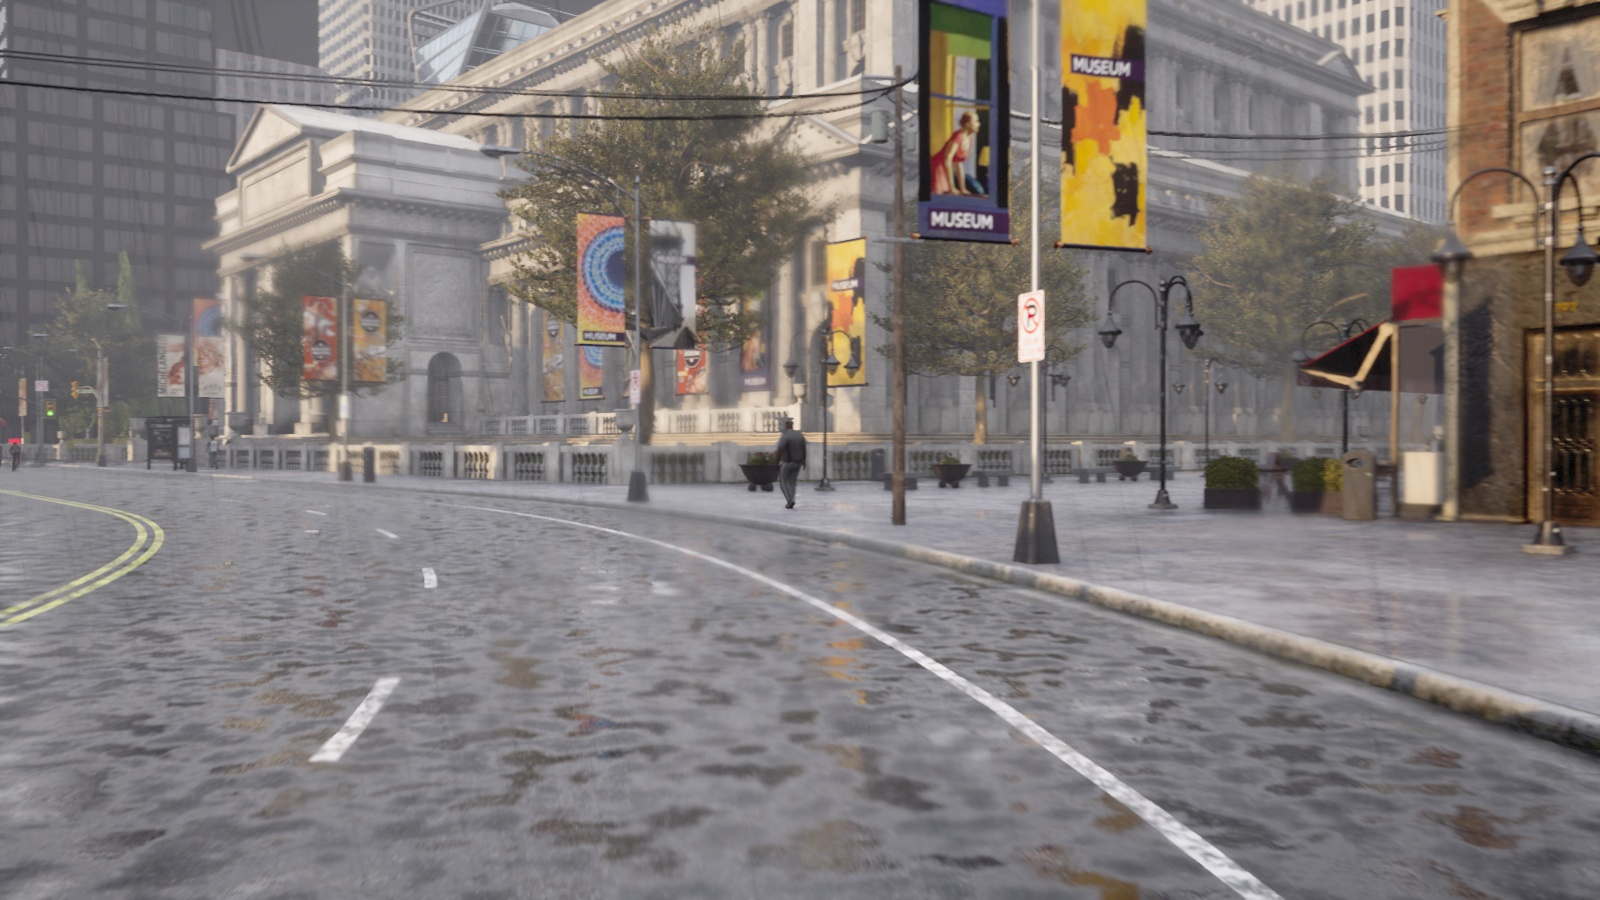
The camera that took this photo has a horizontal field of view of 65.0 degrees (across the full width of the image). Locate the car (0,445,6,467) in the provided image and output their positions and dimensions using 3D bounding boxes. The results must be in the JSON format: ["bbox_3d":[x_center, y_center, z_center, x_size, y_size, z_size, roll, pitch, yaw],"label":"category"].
[{"bbox_3d":[-52.636,0.359,80.878,1.994,1.385,4.181,0,0,-40],"label":"car"}]

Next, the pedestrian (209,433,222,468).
[{"bbox_3d":[-31.578,0.024,67.833,0.706,1.836,0.354,0,0,41],"label":"pedestrian"}]

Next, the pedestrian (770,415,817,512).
[{"bbox_3d":[-0.137,0.263,24.879,0.563,1.883,0.849,0,0,-33],"label":"pedestrian"}]
